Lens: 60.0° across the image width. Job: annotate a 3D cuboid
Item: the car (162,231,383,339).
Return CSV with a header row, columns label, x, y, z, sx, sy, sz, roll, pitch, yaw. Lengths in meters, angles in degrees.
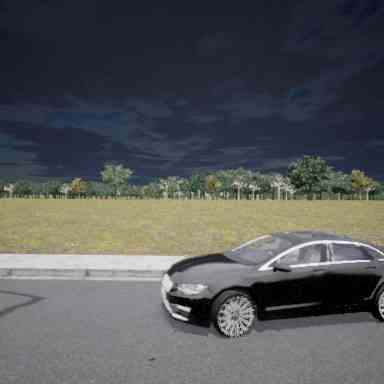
label,x,y,z,sx,sy,sz,roll,pitch,yaw
car,1.908,1.522,6.280,4.902,1.511,2.128,1,0,-13
